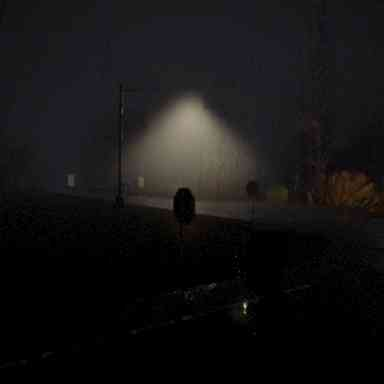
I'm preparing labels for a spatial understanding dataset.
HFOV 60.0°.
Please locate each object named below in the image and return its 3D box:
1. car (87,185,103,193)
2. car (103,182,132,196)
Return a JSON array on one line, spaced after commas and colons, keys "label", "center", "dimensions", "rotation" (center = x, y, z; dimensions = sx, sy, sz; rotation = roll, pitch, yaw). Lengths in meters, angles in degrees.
[{"label": "car", "center": [-17.312, -0.550, 59.978], "dimensions": [1.882, 1.535, 5.008], "rotation": [0, 2, -35]}, {"label": "car", "center": [-11.290, -0.471, 51.497], "dimensions": [2.150, 2.045, 5.566], "rotation": [0, 2, -35]}]
